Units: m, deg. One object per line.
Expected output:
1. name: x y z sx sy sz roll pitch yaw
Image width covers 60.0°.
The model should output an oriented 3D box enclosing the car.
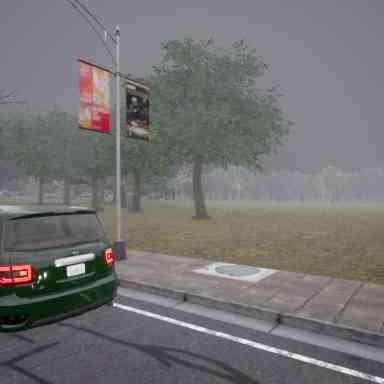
1. car: -3.856 1.235 6.390 5.566 2.045 2.150 0 0 36
